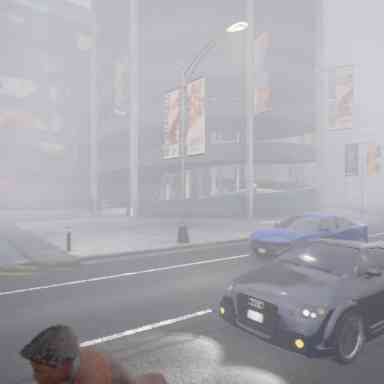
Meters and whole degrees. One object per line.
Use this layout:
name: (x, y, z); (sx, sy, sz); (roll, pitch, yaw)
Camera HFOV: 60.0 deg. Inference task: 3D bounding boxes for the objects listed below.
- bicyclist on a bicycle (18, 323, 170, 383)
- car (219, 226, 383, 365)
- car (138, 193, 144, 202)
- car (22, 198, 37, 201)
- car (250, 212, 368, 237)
bicyclist on a bicycle: (-0.509, 1.454, 1.666); (1.656, 1.620, 0.582); (-2, 1, -37)
car: (2.498, 1.564, 5.860); (4.181, 1.385, 1.994); (0, 0, -36)
car: (-11.266, 1.027, 63.912); (2.435, 2.045, 5.566); (0, 0, -36)
car: (-25.726, 1.464, 52.345); (1.895, 1.301, 4.718); (0, 0, -36)
car: (4.083, 1.476, 11.354); (5.008, 1.535, 1.882); (0, 0, -36)
